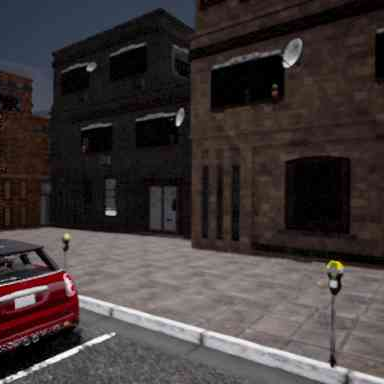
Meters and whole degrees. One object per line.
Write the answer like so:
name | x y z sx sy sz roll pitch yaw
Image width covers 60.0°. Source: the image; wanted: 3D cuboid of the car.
car | -3.801 1.503 5.570 4.097 1.590 1.967 -1 1 36
